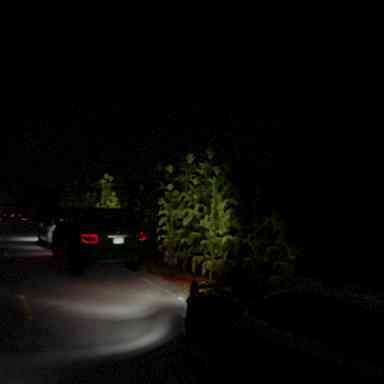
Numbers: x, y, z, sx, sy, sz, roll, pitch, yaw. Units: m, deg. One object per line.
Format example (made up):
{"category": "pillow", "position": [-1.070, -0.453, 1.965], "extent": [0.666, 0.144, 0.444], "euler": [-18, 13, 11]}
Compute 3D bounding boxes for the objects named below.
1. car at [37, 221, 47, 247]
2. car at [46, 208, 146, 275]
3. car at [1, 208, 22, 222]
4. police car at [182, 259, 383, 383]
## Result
{"category": "car", "position": [-6.706, 2.008, 17.096], "extent": [1.812, 1.442, 4.674], "euler": [2, -2, -32]}
{"category": "car", "position": [-3.561, 1.579, 12.031], "extent": [2.150, 2.045, 5.566], "euler": [2, -2, -32]}
{"category": "car", "position": [-19.658, 2.486, 36.249], "extent": [2.033, 1.411, 5.357], "euler": [2, -2, -31]}
{"category": "police car", "position": [1.655, 1.576, 3.590], "extent": [1.930, 1.638, 5.238], "euler": [2, -2, -32]}
